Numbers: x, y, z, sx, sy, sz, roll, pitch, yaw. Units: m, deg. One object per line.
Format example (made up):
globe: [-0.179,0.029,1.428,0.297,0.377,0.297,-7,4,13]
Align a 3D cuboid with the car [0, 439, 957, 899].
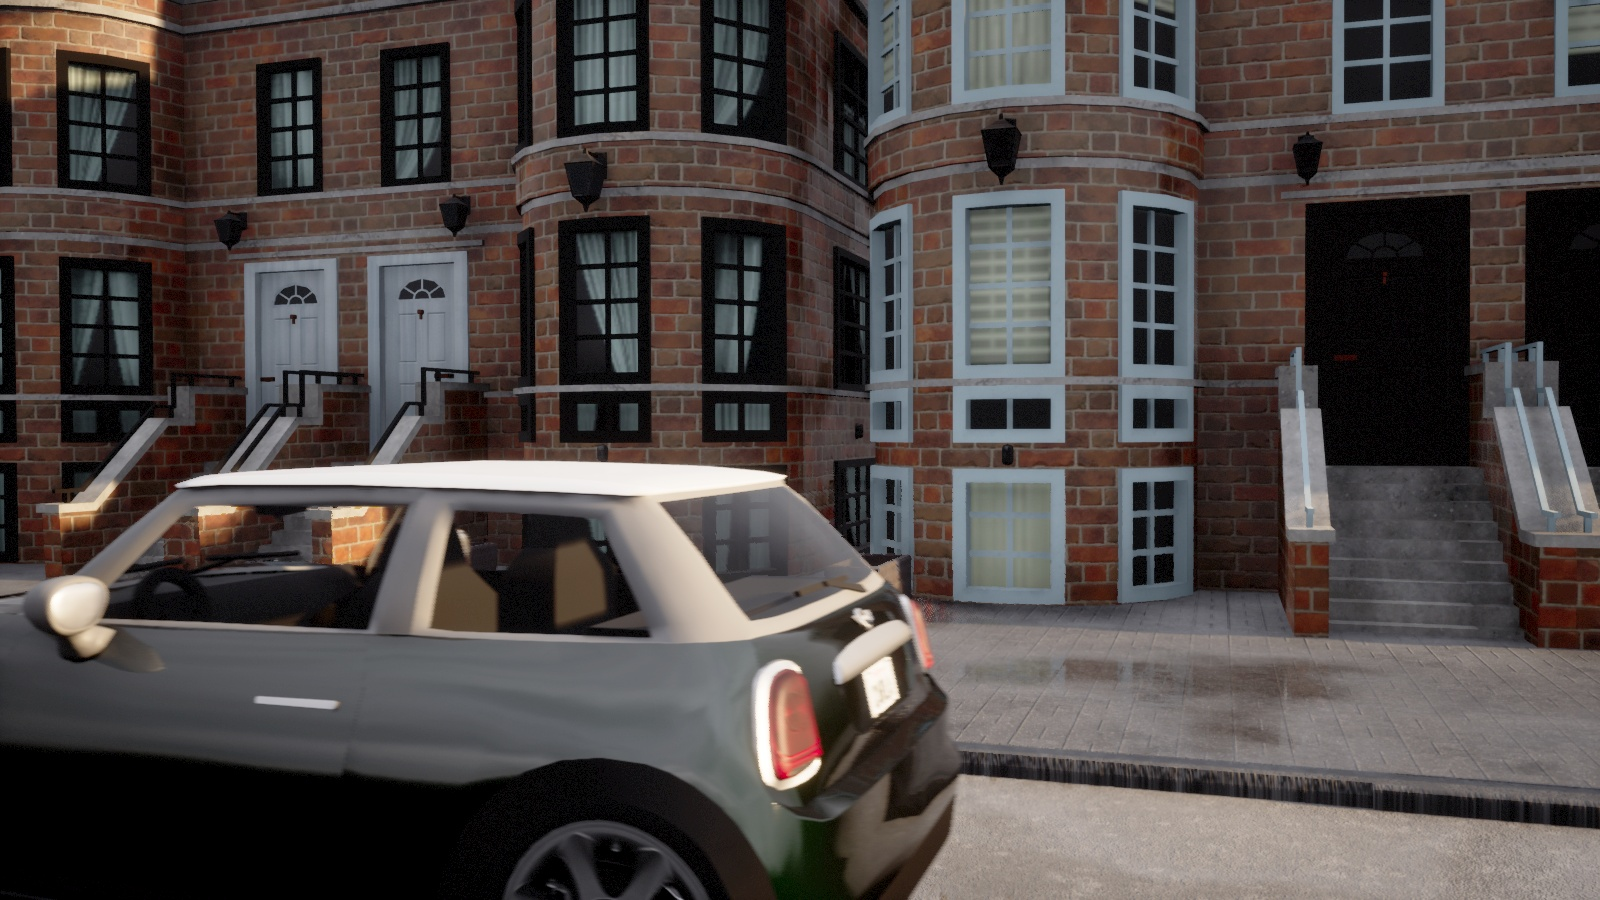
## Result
car: [-1.552,0.718,4.230,3.806,1.475,1.970,1,1,19]
